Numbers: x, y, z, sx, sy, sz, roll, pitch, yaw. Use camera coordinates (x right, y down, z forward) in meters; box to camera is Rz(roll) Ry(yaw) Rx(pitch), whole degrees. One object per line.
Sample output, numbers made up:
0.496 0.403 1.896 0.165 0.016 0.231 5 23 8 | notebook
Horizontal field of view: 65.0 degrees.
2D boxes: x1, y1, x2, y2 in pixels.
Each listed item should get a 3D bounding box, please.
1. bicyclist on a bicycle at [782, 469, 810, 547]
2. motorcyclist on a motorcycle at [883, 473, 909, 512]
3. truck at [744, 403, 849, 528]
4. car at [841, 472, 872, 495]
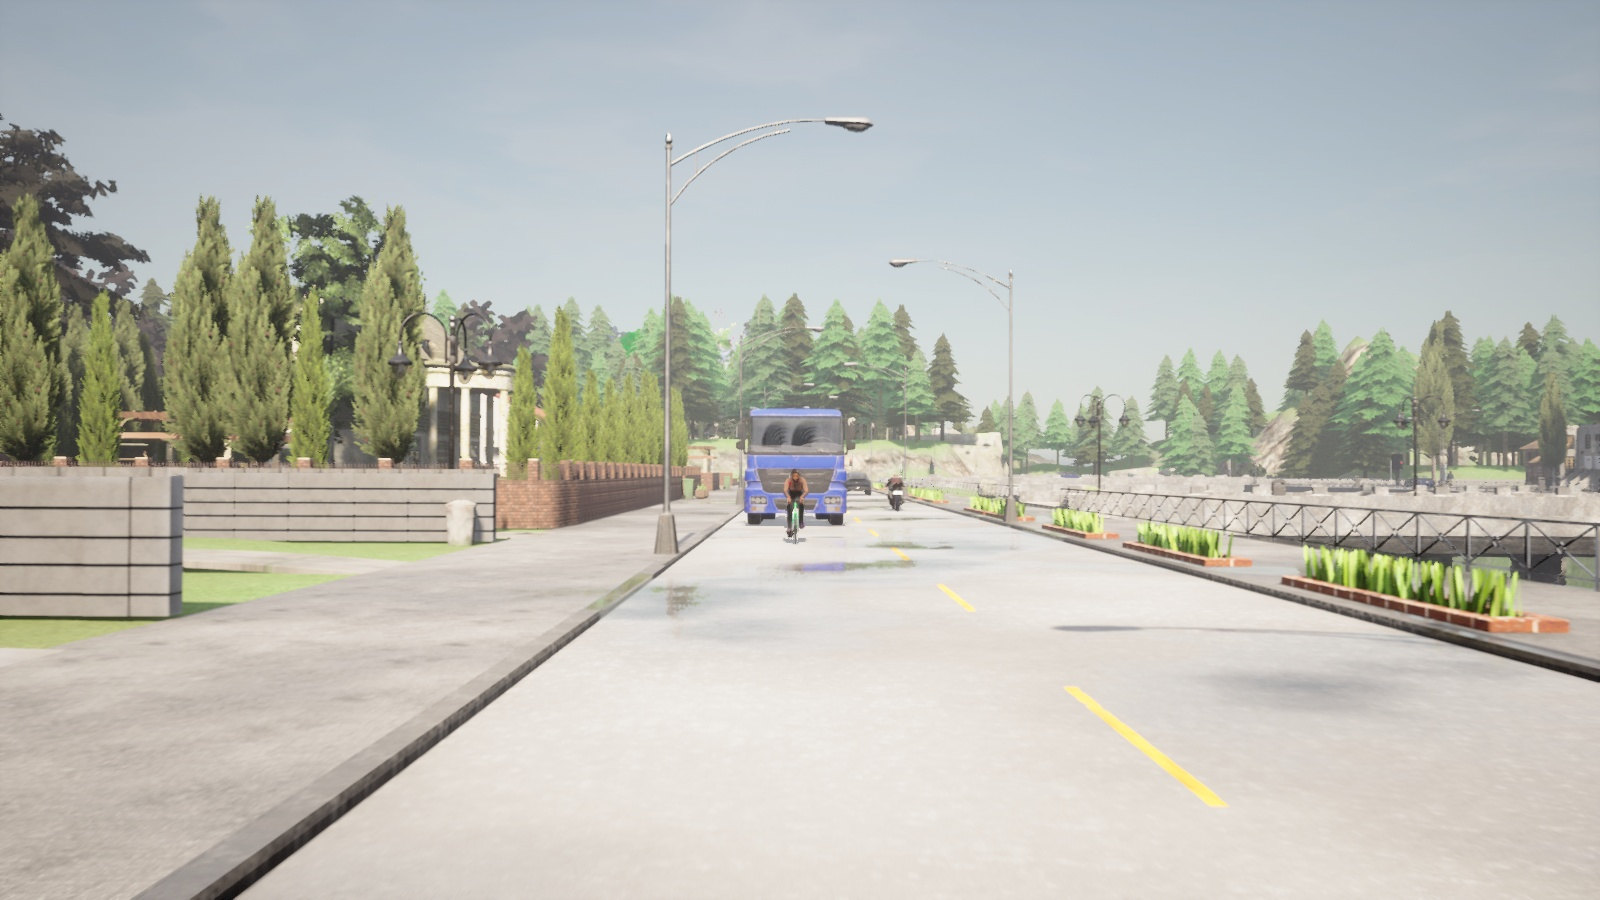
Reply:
-0.083 1.226 27.025 0.582 1.620 1.656 0 -1 0 | bicyclist on a bicycle
3.850 1.691 50.605 0.866 1.530 2.191 0 -1 0 | motorcyclist on a motorcycle
-0.120 0.489 38.754 2.891 3.462 7.936 0 -1 0 | truck
3.755 2.229 84.156 1.837 1.490 4.892 0 -1 0 | car
